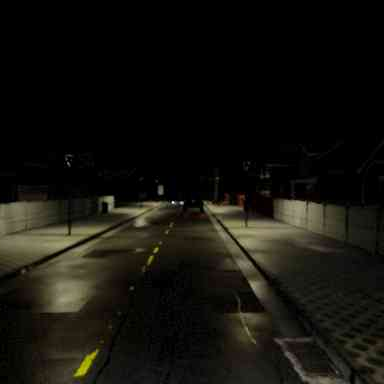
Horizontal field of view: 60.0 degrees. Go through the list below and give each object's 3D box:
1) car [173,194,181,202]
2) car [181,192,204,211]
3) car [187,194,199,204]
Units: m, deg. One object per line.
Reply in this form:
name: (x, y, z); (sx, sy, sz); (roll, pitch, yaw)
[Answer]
car: (-2.665, 1.162, 65.915); (1.882, 1.535, 5.008); (0, 0, 0)
car: (0.142, 1.043, 37.343); (2.150, 2.045, 5.566); (0, 1, 0)
car: (0.170, 1.202, 57.280); (1.837, 1.490, 4.892); (0, 0, 0)
